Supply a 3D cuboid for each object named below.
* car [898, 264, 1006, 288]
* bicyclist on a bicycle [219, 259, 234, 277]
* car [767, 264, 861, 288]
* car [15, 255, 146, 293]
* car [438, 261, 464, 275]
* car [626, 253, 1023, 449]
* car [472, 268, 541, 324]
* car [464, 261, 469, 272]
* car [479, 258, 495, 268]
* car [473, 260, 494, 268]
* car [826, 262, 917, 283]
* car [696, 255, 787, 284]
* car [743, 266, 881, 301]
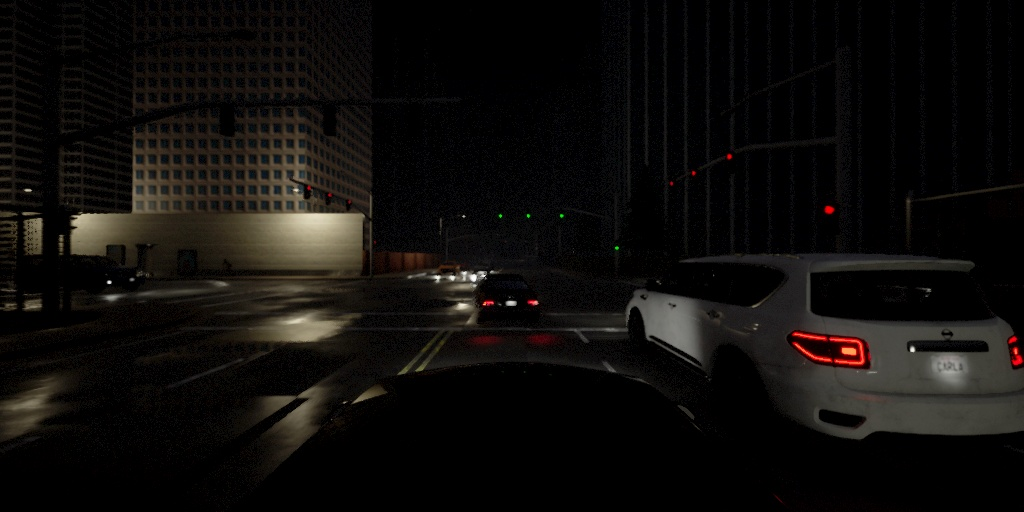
[{"bbox_3d":[28.956,1.265,23.705,4.892,1.490,1.837,0,0,0],"label":"car"},{"bbox_3d":[-25.568,1.086,32.117,0.582,1.620,1.656,0,0,0],"label":"bicyclist on a bicycle"},{"bbox_3d":[19.834,1.286,23.708,4.674,1.442,1.812,0,0,0],"label":"car"},{"bbox_3d":[-24.079,0.971,20.131,5.566,2.045,2.150,0,0,0],"label":"car"},{"bbox_3d":[-7.090,1.344,40.788,1.882,1.535,5.008,0,0,0],"label":"car"},{"bbox_3d":[3.603,0.985,5.636,2.150,2.045,5.566,0,0,0],"label":"car"},{"bbox_3d":[-0.324,1.307,12.152,2.033,1.411,5.357,0,0,-7],"label":"car"},{"bbox_3d":[-7.071,1.420,50.127,1.812,1.442,4.674,0,0,0],"label":"car"},{"bbox_3d":[-3.563,1.393,52.391,2.128,1.511,4.902,0,0,0],"label":"car"},{"bbox_3d":[-3.588,1.475,43.327,1.895,1.301,4.718,0,0,0],"label":"car"},{"bbox_3d":[27.174,1.248,27.210,5.008,1.535,1.882,0,0,0],"label":"car"},{"bbox_3d":[17.316,0.993,27.234,5.566,2.045,2.150,0,0,0],"label":"car"},{"bbox_3d":[13.821,1.242,16.716,4.892,1.490,1.837,0,-2,0],"label":"car"}]
